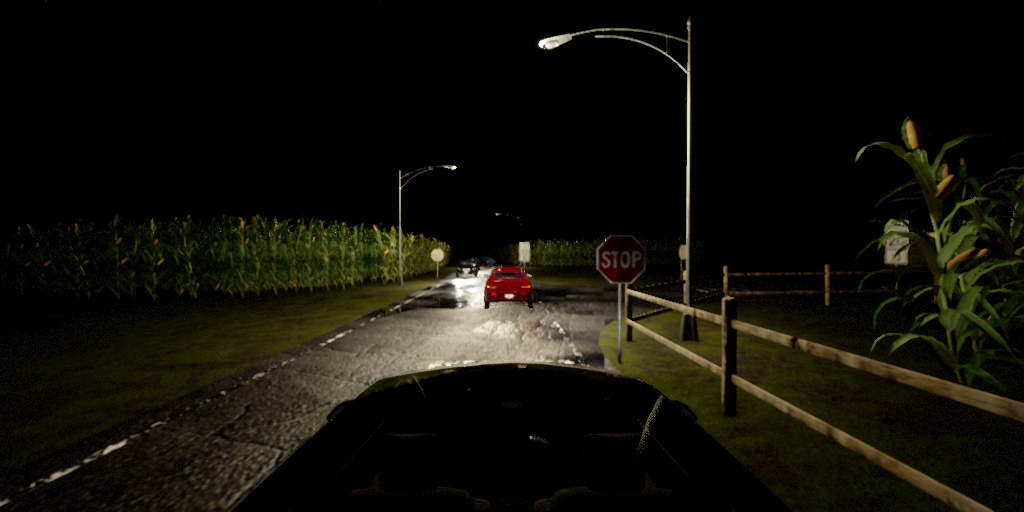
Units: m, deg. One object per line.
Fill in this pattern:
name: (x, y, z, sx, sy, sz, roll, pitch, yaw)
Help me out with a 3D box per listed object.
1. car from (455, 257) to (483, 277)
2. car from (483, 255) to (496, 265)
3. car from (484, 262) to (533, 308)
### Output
car: (-3.972, 1.056, 32.340, 2.128, 1.511, 4.902, 0, 0, -4)
car: (-3.719, 0.959, 61.099, 2.033, 1.411, 5.357, 0, 0, -7)
car: (-0.174, 1.173, 14.636, 1.812, 1.442, 4.674, 0, 1, -2)
